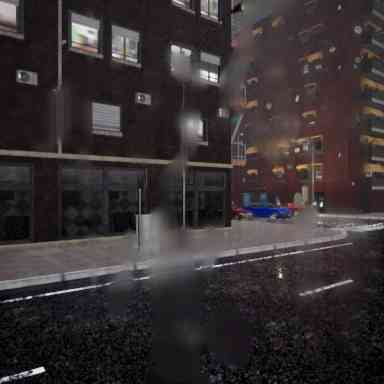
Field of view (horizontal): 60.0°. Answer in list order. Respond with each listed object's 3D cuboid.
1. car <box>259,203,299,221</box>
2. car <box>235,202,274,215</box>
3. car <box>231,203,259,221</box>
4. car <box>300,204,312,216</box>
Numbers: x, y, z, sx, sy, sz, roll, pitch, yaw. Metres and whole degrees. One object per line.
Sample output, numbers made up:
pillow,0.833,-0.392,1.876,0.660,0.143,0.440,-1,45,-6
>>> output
car,6.776,1.734,30.295,1.882,1.535,5.008,0,-1,-36
car,7.333,1.918,39.395,1.947,1.339,4.313,-1,0,-36
car,3.681,1.860,30.196,1.802,1.307,4.206,-1,0,-36
car,10.448,1.826,35.082,1.887,1.381,4.507,-1,0,-36
